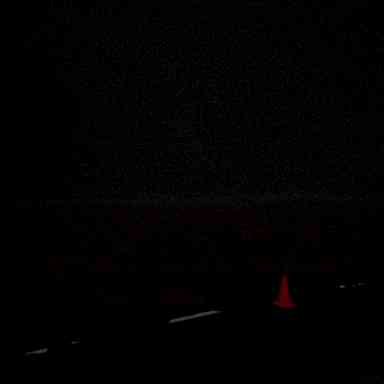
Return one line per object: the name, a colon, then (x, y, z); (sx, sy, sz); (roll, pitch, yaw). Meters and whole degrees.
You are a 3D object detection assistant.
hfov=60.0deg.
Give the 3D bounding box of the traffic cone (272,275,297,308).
traffic cone: (1.853, 1.950, 6.658); (0.340, 0.580, 0.340); (0, 0, -29)
